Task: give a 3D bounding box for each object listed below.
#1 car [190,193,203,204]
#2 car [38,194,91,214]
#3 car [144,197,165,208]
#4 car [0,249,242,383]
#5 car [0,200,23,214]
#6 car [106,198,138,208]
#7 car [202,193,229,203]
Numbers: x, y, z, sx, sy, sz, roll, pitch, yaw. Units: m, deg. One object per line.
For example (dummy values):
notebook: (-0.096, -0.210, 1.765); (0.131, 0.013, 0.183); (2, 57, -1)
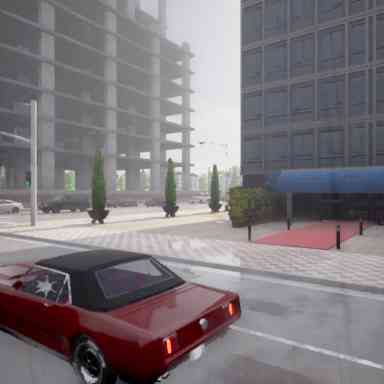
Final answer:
car: (1.871, 1.228, 63.867); (2.150, 2.045, 5.566); (0, 0, 36)
car: (-13.771, 1.222, 36.318); (2.150, 2.045, 5.566); (0, 0, 36)
car: (-4.837, 1.504, 48.716); (1.837, 1.490, 4.892); (0, 0, 36)
car: (-1.735, 1.601, 5.218); (4.718, 1.301, 1.895); (0, 0, 35)
car: (-19.761, 1.526, 33.986); (1.812, 1.442, 4.674); (0, 0, 36)
car: (-10.124, 1.547, 47.372); (2.033, 1.411, 5.357); (0, 0, 36)
car: (4.739, 1.258, 61.861); (2.033, 1.411, 5.357); (0, 0, 36)
